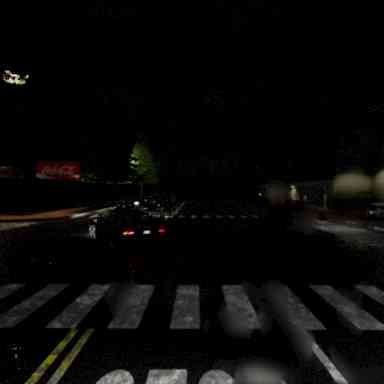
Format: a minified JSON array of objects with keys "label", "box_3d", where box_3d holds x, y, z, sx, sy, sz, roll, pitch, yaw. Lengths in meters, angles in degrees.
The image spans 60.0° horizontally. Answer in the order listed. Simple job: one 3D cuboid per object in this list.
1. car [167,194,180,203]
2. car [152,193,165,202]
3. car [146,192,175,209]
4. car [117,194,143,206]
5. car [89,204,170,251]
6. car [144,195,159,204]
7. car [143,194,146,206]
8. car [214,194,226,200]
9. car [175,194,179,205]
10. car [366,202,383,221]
[{"label":"car","box_3d":[-3.174,1.120,56.907,1.837,1.490,4.892,0,0,1]},{"label":"car","box_3d":[-6.472,1.035,65.424,1.882,1.535,5.008,0,0,2]},{"label":"car","box_3d":[-3.417,0.970,37.195,2.150,2.045,5.566,0,0,1]},{"label":"car","box_3d":[-6.922,1.259,36.278,1.837,1.490,4.892,0,0,1]},{"label":"car","box_3d":[-2.844,1.452,13.893,2.033,1.411,5.357,0,0,-30]},{"label":"car","box_3d":[-6.715,1.191,55.142,1.994,1.385,4.181,0,0,0]},{"label":"car","box_3d":[-6.835,1.046,45.244,2.097,1.767,4.553,0,0,1]},{"label":"car","box_3d":[6.425,1.039,76.037,1.994,1.385,4.181,0,0,20]},{"label":"car","box_3d":[-3.311,1.283,46.961,1.895,1.301,4.718,0,0,1]},{"label":"car","box_3d":[15.087,1.066,22.826,5.566,2.045,2.150,0,0,1]}]
